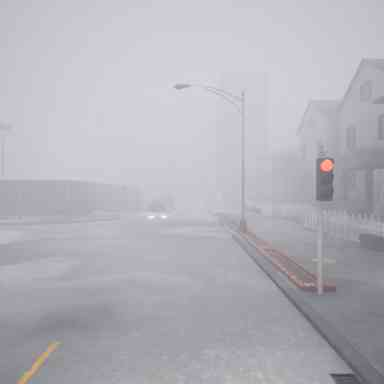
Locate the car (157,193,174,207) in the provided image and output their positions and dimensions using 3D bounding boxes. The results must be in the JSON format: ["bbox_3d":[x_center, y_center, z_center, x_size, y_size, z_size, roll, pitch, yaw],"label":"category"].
[{"bbox_3d":[-4.057,1.221,51.590,2.150,2.045,5.566,0,0,1],"label":"car"}]

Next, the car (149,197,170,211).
[{"bbox_3d":[-4.083,1.601,40.949,1.895,1.301,4.718,0,0,0],"label":"car"}]
